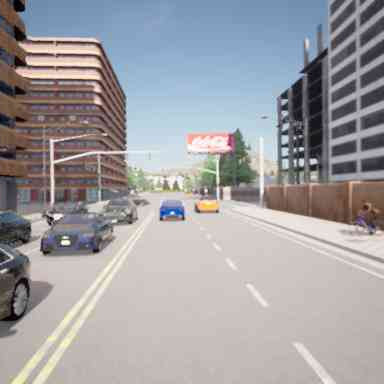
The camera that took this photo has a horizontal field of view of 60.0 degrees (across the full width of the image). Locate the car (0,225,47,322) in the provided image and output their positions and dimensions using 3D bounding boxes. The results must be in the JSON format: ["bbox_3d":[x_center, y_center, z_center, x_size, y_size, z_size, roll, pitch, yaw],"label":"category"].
[{"bbox_3d":[-3.818,1.514,4.395,1.837,1.490,4.892,-1,0,-4],"label":"car"}]

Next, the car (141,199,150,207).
[{"bbox_3d":[-8.049,1.265,44.205,4.902,1.511,2.128,-1,0,-3],"label":"car"}]

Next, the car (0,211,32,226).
[{"bbox_3d":[-7.884,1.519,13.036,1.812,1.442,4.674,-1,0,-4],"label":"car"}]

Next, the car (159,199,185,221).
[{"bbox_3d":[-1.536,1.310,25.788,1.882,1.535,5.008,-1,0,-4],"label":"car"}]

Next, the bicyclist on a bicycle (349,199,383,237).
[{"bbox_3d":[7.530,1.115,14.276,1.656,1.620,0.582,-1,0,-4],"label":"bicyclist on a bicycle"}]

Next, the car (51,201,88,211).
[{"bbox_3d":[-8.562,1.418,23.374,2.128,1.511,4.902,-1,0,-3],"label":"car"}]

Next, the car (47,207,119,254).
[{"bbox_3d":[-4.401,1.517,13.282,1.994,1.385,4.181,-1,0,-3],"label":"car"}]

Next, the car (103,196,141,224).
[{"bbox_3d":[-5.063,1.240,23.439,2.097,1.767,4.553,-1,0,-3],"label":"car"}]

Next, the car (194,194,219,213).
[{"bbox_3d":[1.385,1.100,33.079,2.097,1.767,4.553,-1,0,-4],"label":"car"}]
